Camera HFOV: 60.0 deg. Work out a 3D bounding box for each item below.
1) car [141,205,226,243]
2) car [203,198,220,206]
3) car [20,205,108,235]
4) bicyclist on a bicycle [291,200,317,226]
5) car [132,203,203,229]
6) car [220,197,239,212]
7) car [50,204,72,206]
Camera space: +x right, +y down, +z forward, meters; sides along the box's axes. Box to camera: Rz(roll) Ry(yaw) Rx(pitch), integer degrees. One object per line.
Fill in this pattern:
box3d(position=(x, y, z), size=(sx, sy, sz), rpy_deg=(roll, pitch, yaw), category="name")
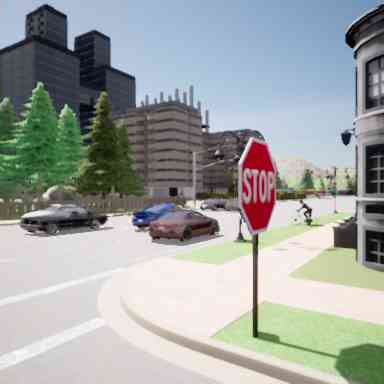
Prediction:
box3d(position=(-0.283, 1.597, 16.692), size=(1.994, 1.385, 4.181), rpy_deg=(0, 0, 33), category="car")
box3d(position=(2.768, 1.523, 40.724), size=(2.128, 1.511, 4.902), rpy_deg=(0, 0, 33), category="car")
box3d(position=(-7.260, 1.630, 19.222), size=(1.895, 1.301, 4.718), rpy_deg=(0, 0, 33), category="car")
box3d(position=(7.077, 1.336, 21.061), size=(1.656, 1.620, 0.582), rpy_deg=(0, 0, 33), category="bicyclist on a bicycle")
box3d(position=(-1.605, 1.508, 21.100), size=(1.882, 1.535, 5.008), rpy_deg=(0, 0, 33), category="car")
box3d(position=(5.579, 1.378, 38.634), size=(2.097, 1.767, 4.553), rpy_deg=(0, 0, 33), category="car")
box3d(position=(-9.147, 1.552, 22.703), size=(1.812, 1.442, 4.674), rpy_deg=(0, 0, 33), category="car")
